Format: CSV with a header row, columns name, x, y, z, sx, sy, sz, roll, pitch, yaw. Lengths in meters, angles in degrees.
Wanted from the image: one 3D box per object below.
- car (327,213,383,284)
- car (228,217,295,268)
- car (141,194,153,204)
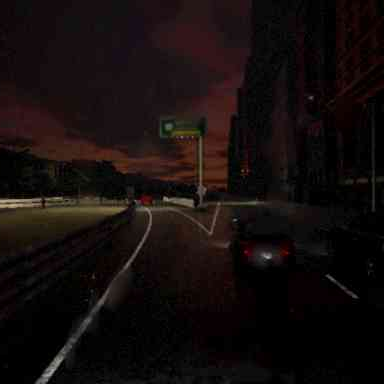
name,x,y,z,sx,sy,sz,roll,pitch,yaw
car,5.621,1.389,9.785,2.097,1.767,4.553,0,0,5
car,2.253,1.587,11.389,1.812,1.442,4.674,0,0,5
car,-9.122,1.376,67.386,2.150,2.045,5.566,0,0,-10
